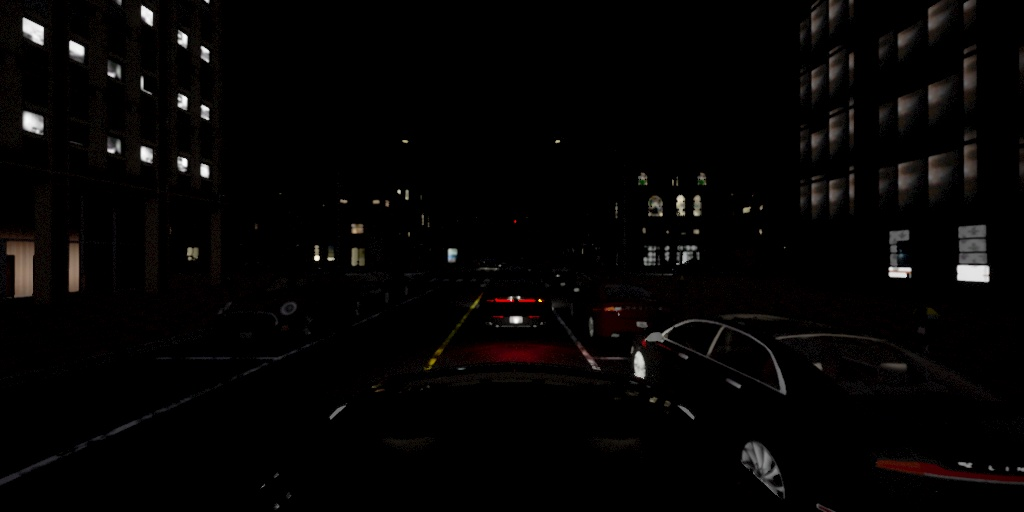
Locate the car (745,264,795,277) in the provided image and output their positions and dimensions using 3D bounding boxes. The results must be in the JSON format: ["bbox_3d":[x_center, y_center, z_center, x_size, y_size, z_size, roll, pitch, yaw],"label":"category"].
[{"bbox_3d":[23.615,1.332,32.668,4.207,1.307,1.802,0,0,1],"label":"car"}]

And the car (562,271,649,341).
[{"bbox_3d":[2.684,1.270,9.652,1.888,1.381,4.507,0,0,0],"label":"car"}]

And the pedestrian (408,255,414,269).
[{"bbox_3d":[-12.590,0.746,44.555,0.375,1.860,0.375,0,0,1],"label":"pedestrian"}]

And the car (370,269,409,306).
[{"bbox_3d":[-5.702,1.258,15.353,2.007,1.370,4.403,0,0,0],"label":"car"}]

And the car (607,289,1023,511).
[{"bbox_3d":[2.689,1.293,3.960,2.007,1.370,4.403,0,0,0],"label":"car"}]

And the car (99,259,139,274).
[{"bbox_3d":[-36.516,1.028,33.573,4.403,1.370,2.007,0,0,1],"label":"car"}]

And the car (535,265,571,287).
[{"bbox_3d":[2.674,1.240,21.036,2.007,1.370,4.403,0,0,0],"label":"car"}]

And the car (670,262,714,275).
[{"bbox_3d":[19.290,1.305,38.558,4.181,1.385,1.994,0,0,1],"label":"car"}]

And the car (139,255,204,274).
[{"bbox_3d":[-30.980,0.815,33.493,5.009,1.841,2.192,0,0,1],"label":"car"}]

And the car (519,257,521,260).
[{"bbox_3d":[2.635,1.136,64.468,1.802,1.307,4.207,0,0,0],"label":"car"}]

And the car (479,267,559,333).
[{"bbox_3d":[0.093,1.225,10.667,1.837,1.490,4.892,0,0,0],"label":"car"}]

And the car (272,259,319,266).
[{"bbox_3d":[-21.745,1.036,35.951,4.902,1.511,2.128,0,0,1],"label":"car"}]

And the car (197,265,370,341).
[{"bbox_3d":[-5.697,1.165,9.661,1.967,1.591,4.097,0,0,0],"label":"car"}]

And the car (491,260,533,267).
[{"bbox_3d":[0.079,1.167,20.854,1.882,1.535,5.008,0,0,2],"label":"car"}]

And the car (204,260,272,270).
[{"bbox_3d":[-25.443,1.074,33.413,4.403,1.370,2.007,0,0,1],"label":"car"}]

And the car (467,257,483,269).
[{"bbox_3d":[-5.736,1.170,53.431,1.802,1.307,4.207,0,0,0],"label":"car"}]

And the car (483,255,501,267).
[{"bbox_3d":[-3.130,1.055,56.902,1.882,1.535,5.008,0,0,0],"label":"car"}]

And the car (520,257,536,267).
[{"bbox_3d":[2.644,1.154,53.426,1.948,1.339,4.313,0,0,0],"label":"car"}]
